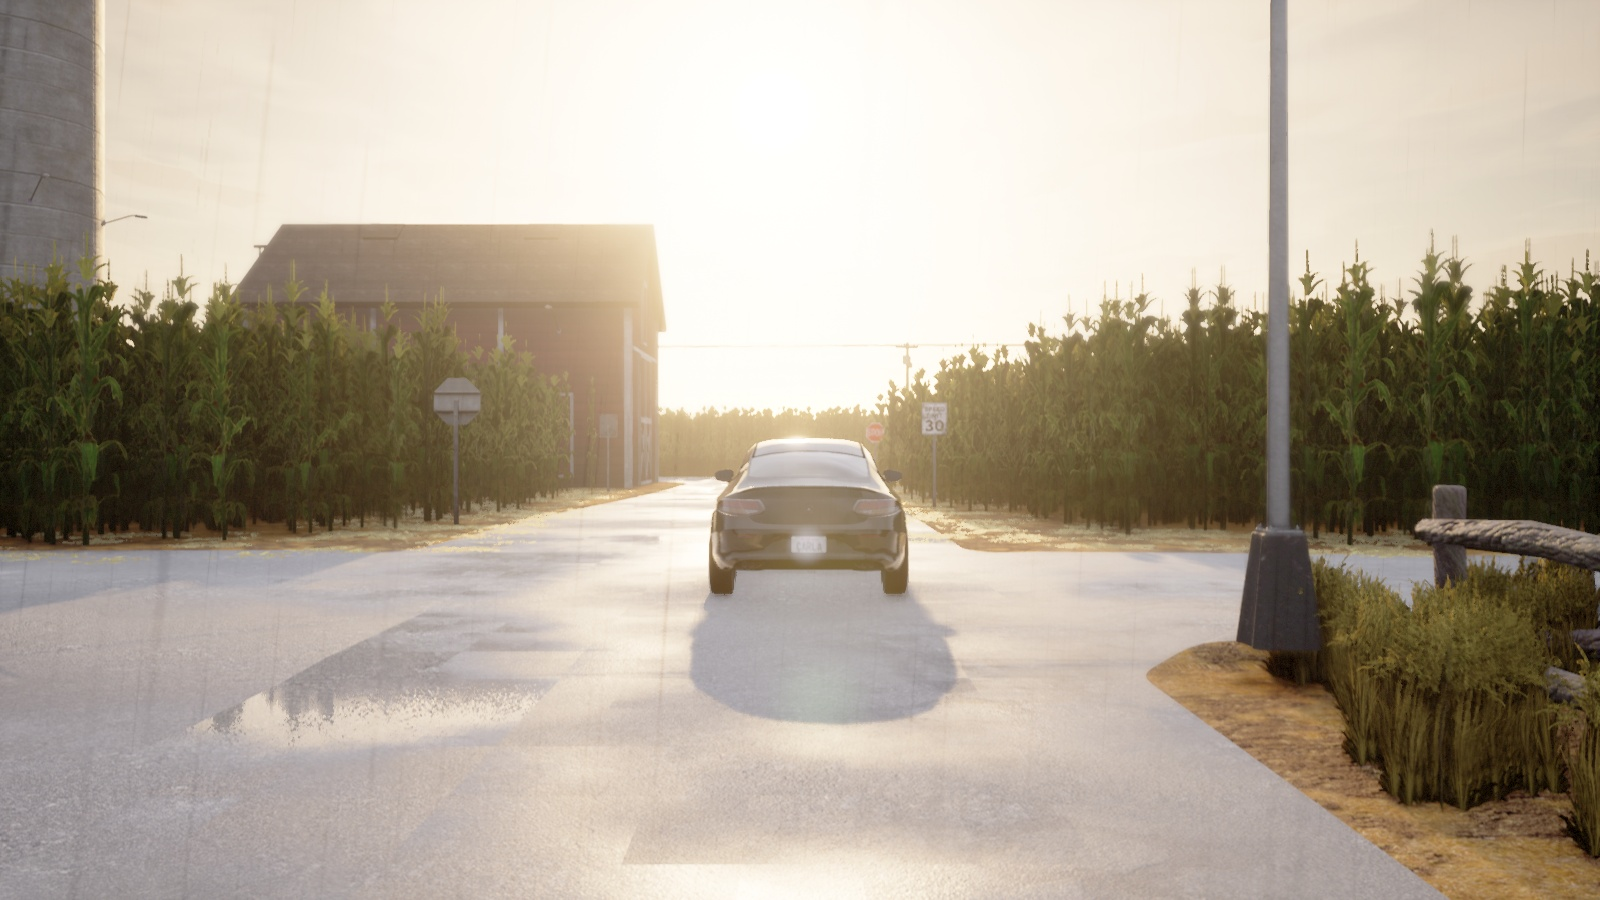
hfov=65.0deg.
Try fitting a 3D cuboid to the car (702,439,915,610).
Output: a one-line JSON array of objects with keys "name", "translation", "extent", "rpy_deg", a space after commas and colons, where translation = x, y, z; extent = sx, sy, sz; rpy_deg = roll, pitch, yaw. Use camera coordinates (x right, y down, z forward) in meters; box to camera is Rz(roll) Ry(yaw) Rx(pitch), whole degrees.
[{"name": "car", "translation": [0.085, 0.616, 13.038], "extent": [1.812, 1.442, 4.674], "rpy_deg": [0, 1, 0]}]
